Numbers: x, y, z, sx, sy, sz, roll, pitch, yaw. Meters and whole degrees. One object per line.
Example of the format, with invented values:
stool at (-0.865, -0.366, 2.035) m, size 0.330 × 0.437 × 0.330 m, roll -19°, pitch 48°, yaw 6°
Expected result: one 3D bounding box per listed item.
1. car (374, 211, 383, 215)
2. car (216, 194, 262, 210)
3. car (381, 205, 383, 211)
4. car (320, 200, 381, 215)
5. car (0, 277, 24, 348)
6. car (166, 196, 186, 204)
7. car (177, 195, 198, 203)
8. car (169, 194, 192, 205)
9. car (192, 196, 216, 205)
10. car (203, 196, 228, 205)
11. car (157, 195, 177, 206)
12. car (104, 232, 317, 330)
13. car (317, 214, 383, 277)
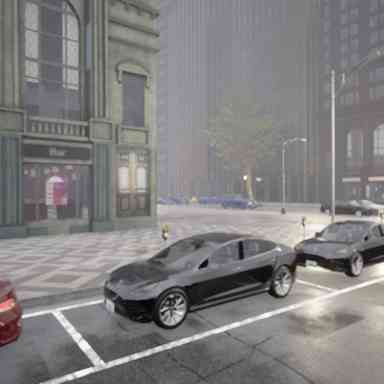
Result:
car at (9.568, 1.541, 13.455) m, size 4.403 × 1.369 × 2.008 m, roll 0°, pitch 0°, yaw -35°
car at (6.111, 1.304, 43.847) m, size 2.150 × 2.045 × 5.566 m, roll 0°, pitch 1°, yaw -36°
car at (17.415, 1.558, 33.622) m, size 1.812 × 1.442 × 4.674 m, roll 0°, pitch 0°, yaw -33°
car at (14.769, 1.527, 31.728) m, size 1.882 × 1.535 × 5.008 m, roll 0°, pitch 0°, yaw -37°
car at (-4.208, 1.583, 3.650) m, size 4.206 × 1.307 × 1.802 m, roll 0°, pitch 0°, yaw -35°
car at (-3.367, 1.656, 68.448) m, size 1.812 × 1.442 × 4.674 m, roll 0°, pitch 0°, yaw -36°
car at (-0.966, 1.442, 70.677) m, size 1.882 × 1.535 × 5.008 m, roll 0°, pitch 0°, yaw -36°
car at (-2.602, 1.406, 61.788) m, size 2.150 × 2.045 × 5.566 m, roll 0°, pitch 0°, yaw -36°
car at (2.744, 1.576, 59.963) m, size 1.882 × 1.535 × 5.008 m, roll 0°, pitch 0°, yaw -35°
car at (4.394, 1.564, 63.228) m, size 1.882 × 1.535 × 5.008 m, roll 0°, pitch 0°, yaw -35°
car at (-5.130, 1.677, 59.733) m, size 1.812 × 1.442 × 4.674 m, roll 0°, pitch 0°, yaw -35°
car at (0.384, 1.563, 6.918) m, size 4.313 × 1.339 × 1.947 m, roll 0°, pitch 0°, yaw -35°
car at (4.976, 1.559, 10.187) m, size 4.313 × 1.339 × 1.947 m, roll 0°, pitch 0°, yaw -35°
